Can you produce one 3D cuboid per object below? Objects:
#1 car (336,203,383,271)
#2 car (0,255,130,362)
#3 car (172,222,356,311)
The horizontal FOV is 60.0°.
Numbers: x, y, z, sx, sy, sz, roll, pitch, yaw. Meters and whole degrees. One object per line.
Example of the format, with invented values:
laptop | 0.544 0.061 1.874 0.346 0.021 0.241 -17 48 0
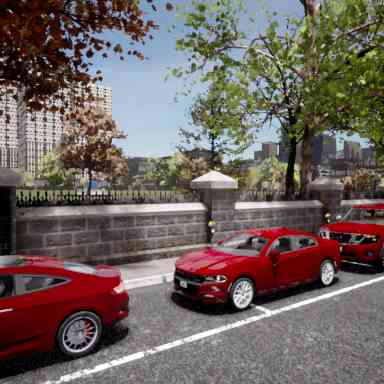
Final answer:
car | 6.229 1.316 11.046 5.009 1.841 2.192 0 0 -36
car | -2.915 1.582 4.471 4.206 1.307 1.802 0 0 -36
car | 1.656 1.545 7.758 4.507 1.381 1.887 0 0 -36
